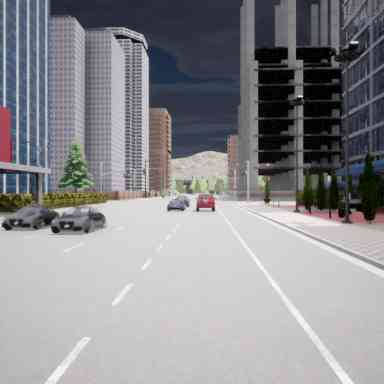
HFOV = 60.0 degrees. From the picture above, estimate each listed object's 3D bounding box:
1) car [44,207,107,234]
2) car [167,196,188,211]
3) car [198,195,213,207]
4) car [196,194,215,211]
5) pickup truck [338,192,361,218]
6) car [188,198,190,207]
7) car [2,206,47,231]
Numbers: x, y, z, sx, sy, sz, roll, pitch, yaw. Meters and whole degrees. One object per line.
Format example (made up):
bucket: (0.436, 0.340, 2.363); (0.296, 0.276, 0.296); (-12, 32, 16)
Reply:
car: (-6.373, 1.564, 19.120); (1.994, 1.385, 4.181); (0, 0, 3)
car: (-1.858, 1.564, 40.291); (1.994, 1.385, 4.181); (0, 0, 2)
car: (2.046, 1.352, 50.475); (2.097, 1.767, 4.553); (0, 0, 2)
car: (1.631, 1.221, 39.911); (2.150, 2.045, 5.566); (0, 0, 2)
pickup truck: (14.200, 1.059, 28.443); (2.390, 2.098, 6.274); (0, 0, 33)
car: (-1.463, 1.352, 50.282); (2.097, 1.767, 4.553); (0, 0, 2)
car: (-9.803, 1.565, 20.696); (1.994, 1.385, 4.181); (0, 0, 3)
